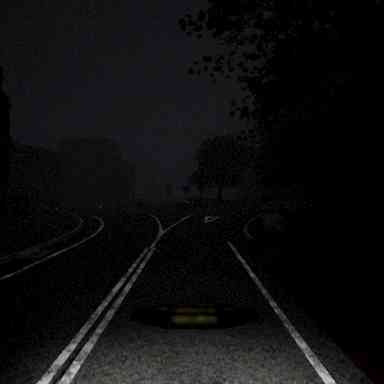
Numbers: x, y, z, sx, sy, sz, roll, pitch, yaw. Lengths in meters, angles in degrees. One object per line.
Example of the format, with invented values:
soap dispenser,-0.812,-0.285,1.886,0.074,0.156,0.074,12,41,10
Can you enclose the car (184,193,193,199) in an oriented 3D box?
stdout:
car,-0.882,0.970,80.210,2.033,1.411,5.357,0,0,1

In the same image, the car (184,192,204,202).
car,0.149,1.228,62.862,1.994,1.385,4.181,0,1,-17

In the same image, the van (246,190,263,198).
van,18.148,0.912,92.629,4.442,1.987,1.878,0,1,1
